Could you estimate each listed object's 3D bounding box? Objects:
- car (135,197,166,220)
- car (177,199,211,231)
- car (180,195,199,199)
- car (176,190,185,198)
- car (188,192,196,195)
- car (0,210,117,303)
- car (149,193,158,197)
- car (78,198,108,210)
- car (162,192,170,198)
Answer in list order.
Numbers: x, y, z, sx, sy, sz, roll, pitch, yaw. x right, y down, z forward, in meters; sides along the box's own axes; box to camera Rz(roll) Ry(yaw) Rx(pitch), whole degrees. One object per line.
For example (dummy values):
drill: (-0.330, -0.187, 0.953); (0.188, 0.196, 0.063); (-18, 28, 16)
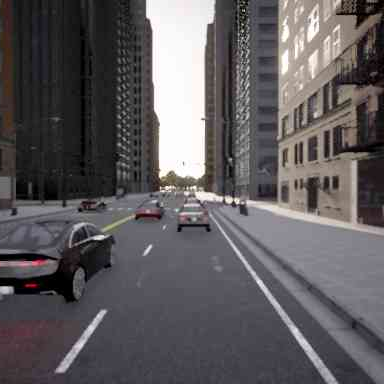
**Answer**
car: (-3.148, 1.330, 25.771); (1.994, 1.385, 4.181); (0, 1, 0)
car: (0.104, 1.375, 19.083); (2.033, 1.411, 5.357); (0, 1, 0)
car: (0.124, 1.275, 31.448); (1.994, 1.385, 4.181); (0, 1, 3)
car: (-3.242, 0.698, 85.776); (2.033, 1.411, 5.357); (0, 1, 0)
car: (0.008, 0.723, 86.191); (1.994, 1.385, 4.181); (0, 1, 0)
car: (-3.149, 1.420, 8.025); (2.128, 1.511, 4.902); (0, 0, 0)
car: (-9.742, 0.798, 84.308); (1.895, 1.301, 4.718); (0, 1, 0)
car: (-9.759, 1.266, 32.925); (1.994, 1.385, 4.181); (0, 0, 0)
car: (-6.492, 0.701, 84.337); (1.837, 1.490, 4.892); (0, 1, 0)
